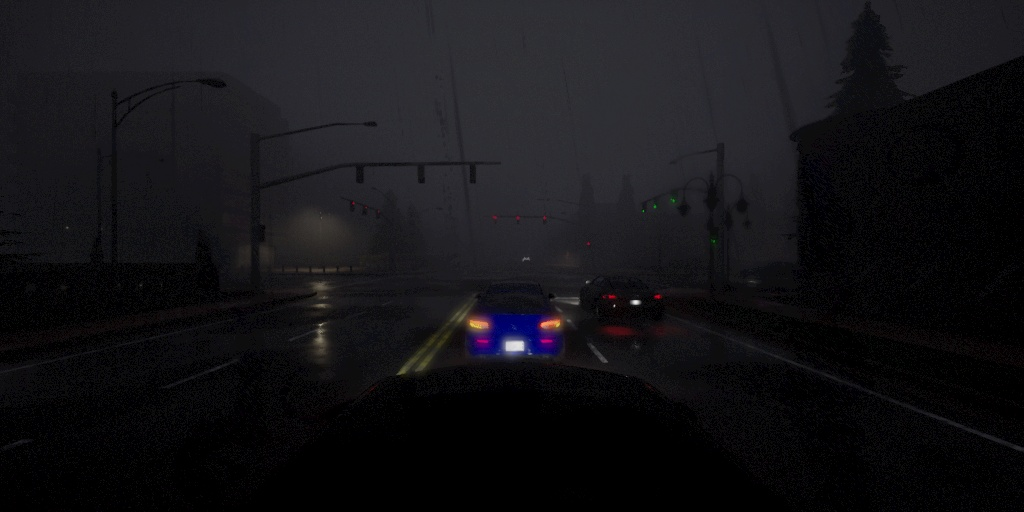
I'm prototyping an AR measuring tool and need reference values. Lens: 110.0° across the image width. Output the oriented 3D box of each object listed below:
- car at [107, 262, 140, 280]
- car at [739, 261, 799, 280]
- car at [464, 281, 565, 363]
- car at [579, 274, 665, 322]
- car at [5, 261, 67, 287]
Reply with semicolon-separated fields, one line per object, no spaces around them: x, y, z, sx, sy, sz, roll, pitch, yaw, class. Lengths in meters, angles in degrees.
-30.048;1.223;27.402;5.008;1.535;1.882;0;0;0;car
22.290;1.223;30.843;5.008;1.535;1.882;0;0;-2;car
0.063;1.275;8.010;1.812;1.442;4.674;0;0;0;car
3.580;1.312;12.362;1.994;1.385;4.181;0;0;0;car
-31.875;1.098;23.907;4.553;1.767;2.097;0;0;0;car
